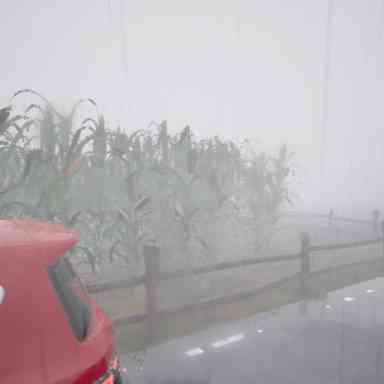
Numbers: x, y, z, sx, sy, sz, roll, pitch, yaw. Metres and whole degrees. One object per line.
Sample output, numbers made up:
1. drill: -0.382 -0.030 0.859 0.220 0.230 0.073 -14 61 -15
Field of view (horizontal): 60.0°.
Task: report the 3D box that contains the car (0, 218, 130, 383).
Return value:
1. car: -2.904 1.215 0.928 5.566 2.045 2.150 -1 1 -35
